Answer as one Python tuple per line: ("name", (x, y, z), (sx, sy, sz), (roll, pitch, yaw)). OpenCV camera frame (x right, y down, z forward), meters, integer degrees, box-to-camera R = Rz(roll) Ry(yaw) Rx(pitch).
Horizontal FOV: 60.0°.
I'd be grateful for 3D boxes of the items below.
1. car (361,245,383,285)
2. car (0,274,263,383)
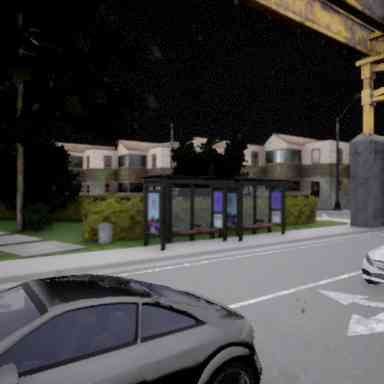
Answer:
("car", (6.164, 1.529, 8.345), (4.674, 1.442, 1.812), (0, 0, -35))
("car", (-1.332, 1.564, 3.029), (4.181, 1.385, 1.994), (0, 0, -35))
